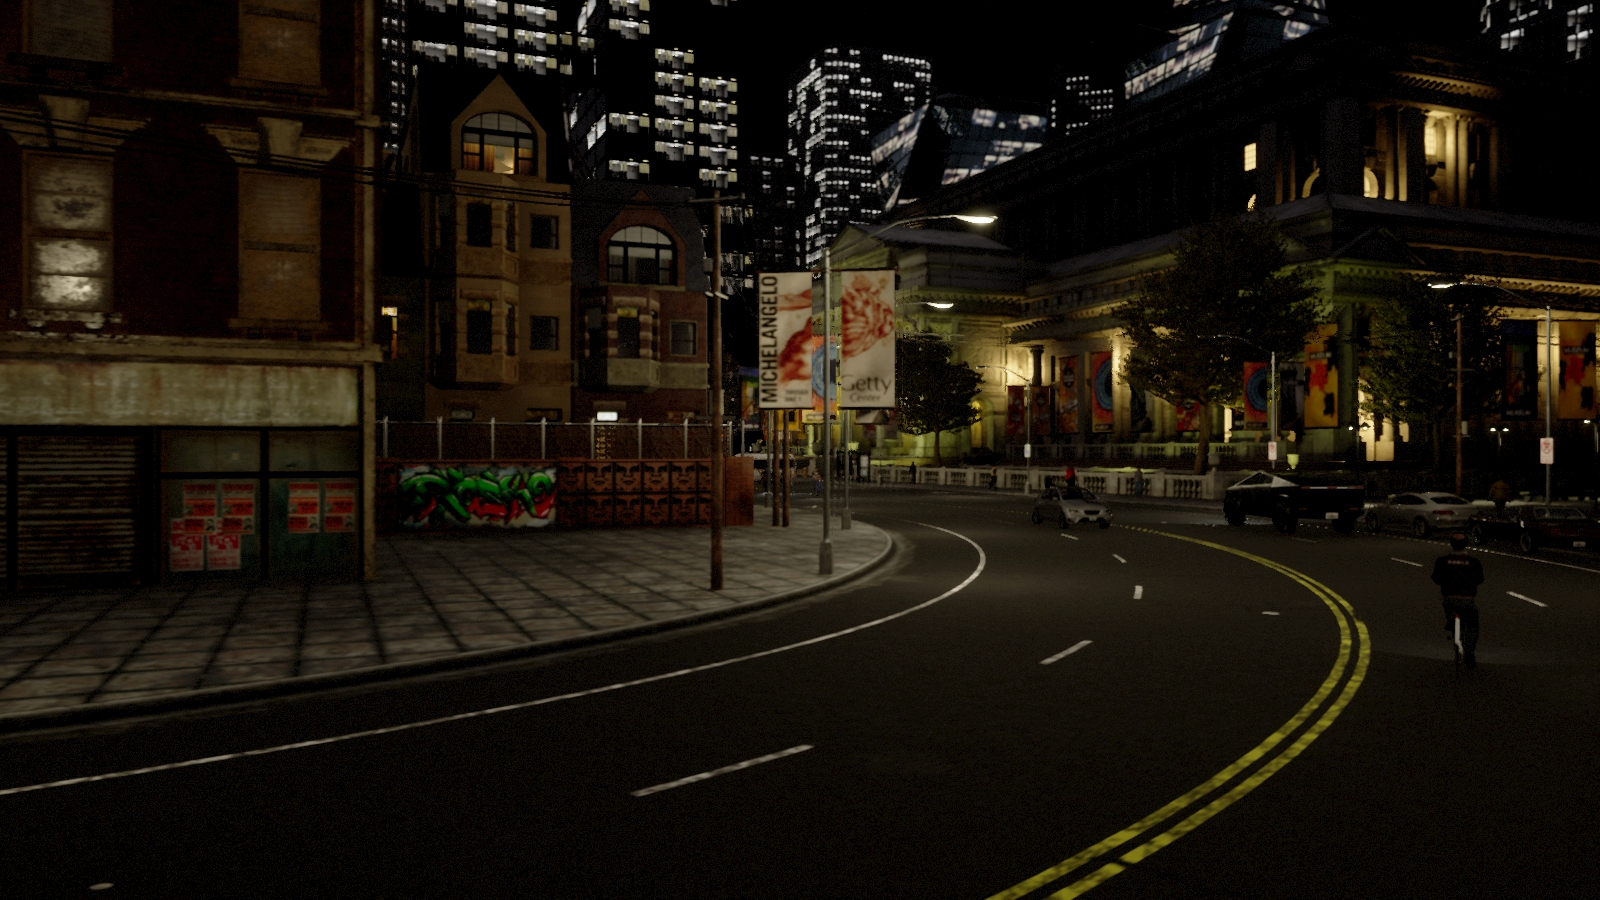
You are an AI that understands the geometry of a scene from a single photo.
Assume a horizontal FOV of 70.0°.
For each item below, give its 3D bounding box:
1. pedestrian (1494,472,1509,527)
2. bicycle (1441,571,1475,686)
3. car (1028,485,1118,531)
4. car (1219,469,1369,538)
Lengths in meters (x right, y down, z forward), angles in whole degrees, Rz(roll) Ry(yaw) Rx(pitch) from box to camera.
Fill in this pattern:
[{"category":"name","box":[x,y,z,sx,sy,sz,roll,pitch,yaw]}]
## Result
[{"category":"pedestrian","box":[24.233,1.703,39.462,0.375,1.860,0.375,0,0,23]},{"category":"bicycle","box":[8.333,2.213,14.446,0.329,1.171,1.835,0,0,31]},{"category":"car","box":[9.875,2.076,41.617,1.816,1.474,4.193,0,0,-7]},{"category":"car","box":[17.024,1.762,39.844,2.390,2.098,6.274,0,0,-2]}]
